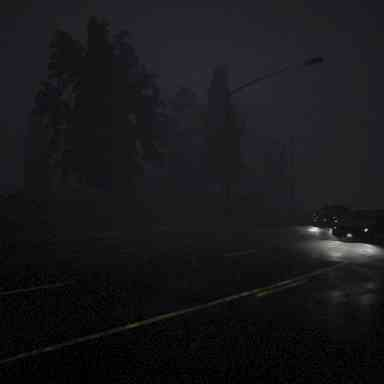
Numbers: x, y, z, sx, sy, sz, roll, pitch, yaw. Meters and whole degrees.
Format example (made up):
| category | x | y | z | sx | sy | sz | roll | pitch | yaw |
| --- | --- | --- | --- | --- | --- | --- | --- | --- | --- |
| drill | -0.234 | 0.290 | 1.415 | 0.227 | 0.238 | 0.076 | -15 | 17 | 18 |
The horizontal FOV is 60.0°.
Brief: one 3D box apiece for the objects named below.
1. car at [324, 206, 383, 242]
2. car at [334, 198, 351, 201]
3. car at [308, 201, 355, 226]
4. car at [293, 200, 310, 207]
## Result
| category | x | y | z | sx | sy | sz | roll | pitch | yaw |
| --- | --- | --- | --- | --- | --- | --- | --- | --- | --- |
| car | 9.072 | 1.619 | 17.246 | 2.033 | 1.411 | 5.357 | 0 | 0 | 43 |
| car | 25.414 | 1.790 | 55.761 | 2.097 | 1.767 | 4.553 | -1 | -1 | 0 |
| car | 10.328 | 1.626 | 24.061 | 1.837 | 1.490 | 4.892 | 0 | 0 | 38 |
| car | 21.287 | 2.167 | 63.729 | 2.033 | 1.411 | 5.357 | -1 | -1 | -10 |
